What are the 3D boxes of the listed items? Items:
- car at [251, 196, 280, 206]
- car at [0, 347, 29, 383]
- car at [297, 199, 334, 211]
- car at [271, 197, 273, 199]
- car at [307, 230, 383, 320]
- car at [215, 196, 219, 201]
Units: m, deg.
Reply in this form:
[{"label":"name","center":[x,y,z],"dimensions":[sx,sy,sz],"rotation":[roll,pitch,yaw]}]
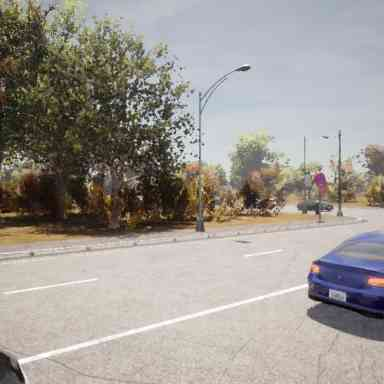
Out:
[{"label":"car","center":[12.400,1.447,56.325],"dimensions":[1.882,1.535,5.008],"rotation":[0,0,-32]},{"label":"car","center":[-3.339,1.492,1.362],"dimensions":[4.902,1.511,2.128],"rotation":[0,0,-36]},{"label":"car","center":[14.574,1.564,39.447],"dimensions":[1.994,1.385,4.181],"rotation":[0,0,-32]},{"label":"car","center":[9.453,1.216,47.535],"dimensions":[2.150,2.045,5.566],"rotation":[0,0,-33]},{"label":"car","center":[4.257,1.526,6.794],"dimensions":[4.674,1.442,1.812],"rotation":[0,0,-36]},{"label":"car","center":[3.934,1.459,56.262],"dimensions":[1.812,1.442,4.674],"rotation":[0,1,-32]}]
